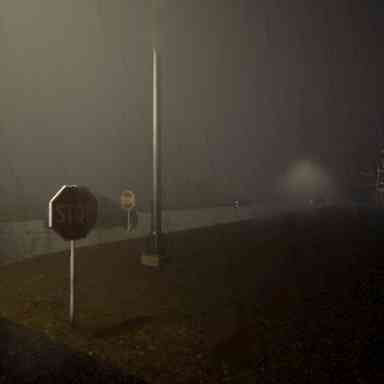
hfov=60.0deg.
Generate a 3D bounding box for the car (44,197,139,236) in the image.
[{"bbox_3d":[-5.415,1.278,18.673,2.150,2.045,5.566,0,0,34],"label":"car"}]

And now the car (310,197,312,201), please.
[{"bbox_3d":[32.556,1.746,87.900,2.128,1.511,4.902,0,0,34],"label":"car"}]

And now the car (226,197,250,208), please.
[{"bbox_3d":[6.887,1.478,49.614,2.097,1.767,4.553,0,0,34],"label":"car"}]

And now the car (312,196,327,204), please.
[{"bbox_3d":[28.237,1.567,72.894,2.097,1.767,4.553,0,0,27],"label":"car"}]
